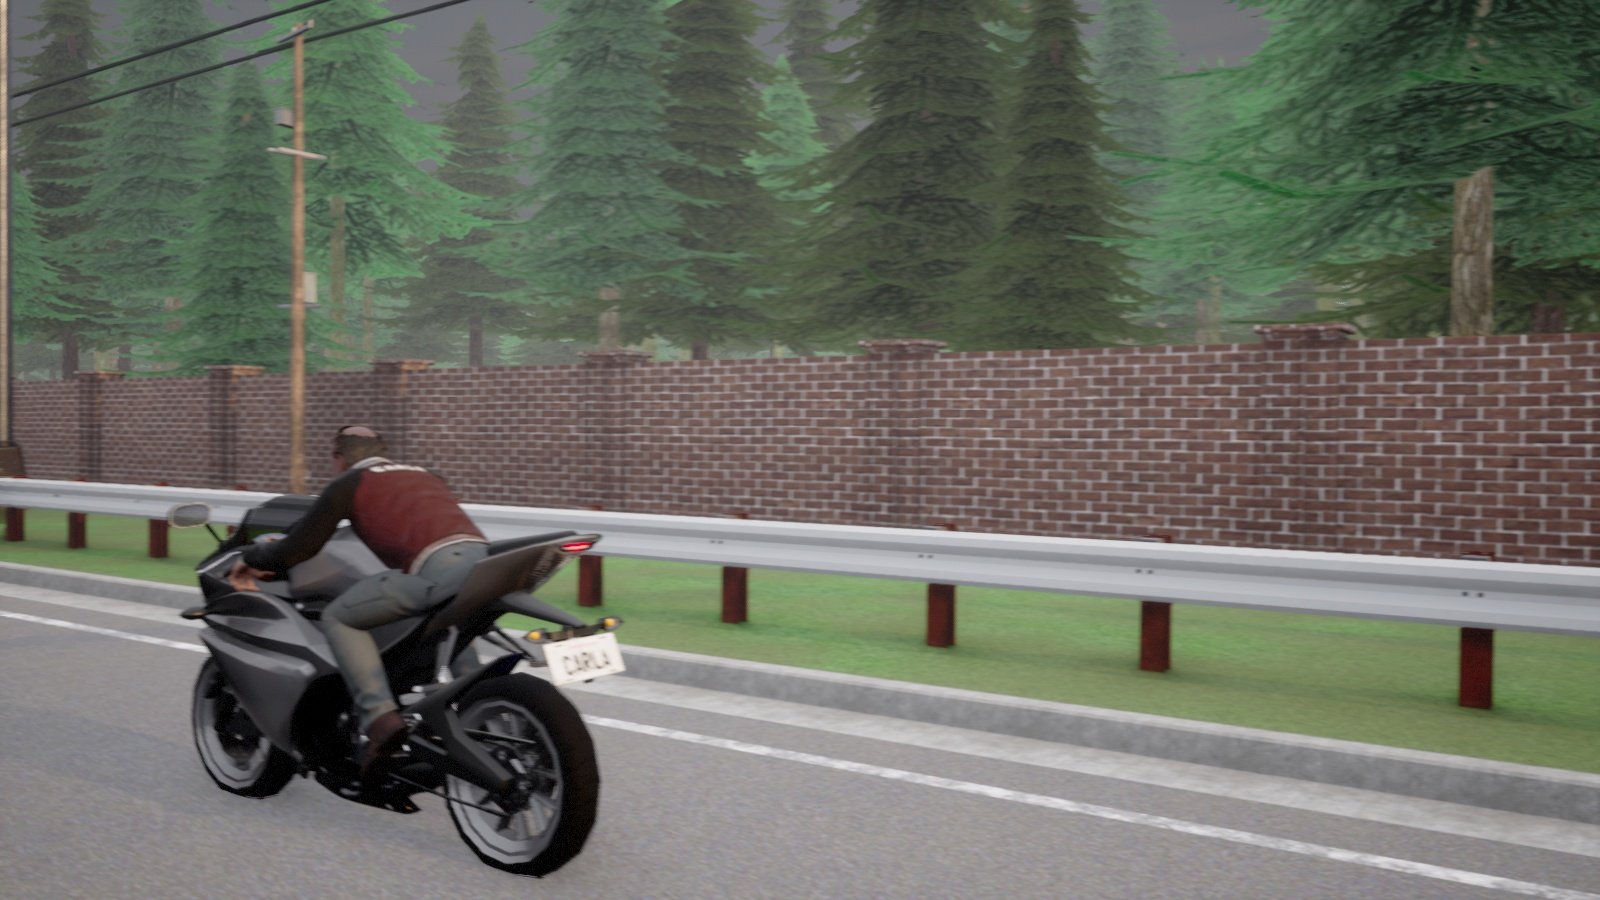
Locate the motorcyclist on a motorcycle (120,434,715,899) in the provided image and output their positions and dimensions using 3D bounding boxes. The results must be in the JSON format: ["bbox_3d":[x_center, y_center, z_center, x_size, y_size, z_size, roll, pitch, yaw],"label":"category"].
[{"bbox_3d":[-1.453,0.717,4.590,2.191,1.530,0.866,0,1,34],"label":"motorcyclist on a motorcycle"}]
